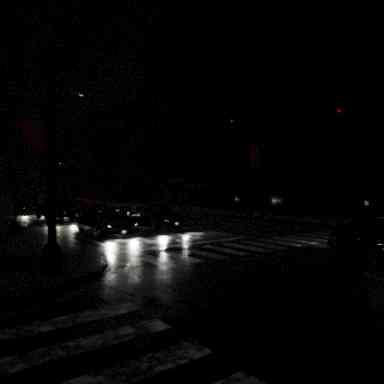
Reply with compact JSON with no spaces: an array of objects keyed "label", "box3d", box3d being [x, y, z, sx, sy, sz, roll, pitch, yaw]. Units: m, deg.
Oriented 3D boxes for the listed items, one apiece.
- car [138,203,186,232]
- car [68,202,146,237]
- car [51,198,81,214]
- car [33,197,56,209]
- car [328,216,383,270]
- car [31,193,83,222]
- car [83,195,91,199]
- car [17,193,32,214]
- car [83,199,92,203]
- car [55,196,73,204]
[{"label":"car","box3d":[-2.259,1.477,20.195,1.837,1.490,4.892,0,0,-36]},{"label":"car","box3d":[-4.841,1.530,18.218,2.033,1.411,5.357,0,0,-36]},{"label":"car","box3d":[-13.581,1.441,35.708,1.812,1.442,4.674,0,0,-36]},{"label":"car","box3d":[-19.523,1.390,43.909,1.837,1.490,4.892,0,0,-35]},{"label":"car","box3d":[6.096,1.517,10.838,1.812,1.442,4.674,1,0,2]},{"label":"car","box3d":[-10.853,1.174,26.447,2.150,2.045,5.566,0,0,-36]},{"label":"car","box3d":[-17.311,1.203,52.146,2.097,1.767,4.553,0,0,-36]},{"label":"car","box3d":[-17.094,1.142,35.010,2.150,2.045,5.566,0,0,-36]},{"label":"car","box3d":[-7.723,1.546,27.673,1.895,1.301,4.718,0,0,-36]},{"label":"car","box3d":[-23.256,1.390,60.282,1.994,1.385,4.181,0,0,-36]}]
